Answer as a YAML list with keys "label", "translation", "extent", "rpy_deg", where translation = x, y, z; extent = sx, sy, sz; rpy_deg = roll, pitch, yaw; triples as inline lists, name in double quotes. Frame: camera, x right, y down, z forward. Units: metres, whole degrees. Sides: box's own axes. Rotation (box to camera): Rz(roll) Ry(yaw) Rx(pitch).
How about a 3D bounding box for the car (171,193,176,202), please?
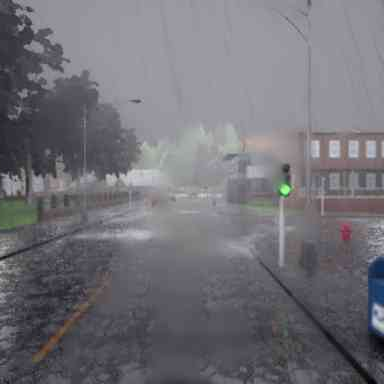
- label: "car"
  translation: [-3.866, 0.906, 58.154]
  extent: [1.882, 1.535, 5.008]
  rpy_deg: [0, 0, 0]

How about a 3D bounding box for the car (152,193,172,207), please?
- label: "car"
  translation: [-3.971, 1.183, 42.416]
  extent: [1.895, 1.301, 4.718]
  rpy_deg: [0, 1, 1]
